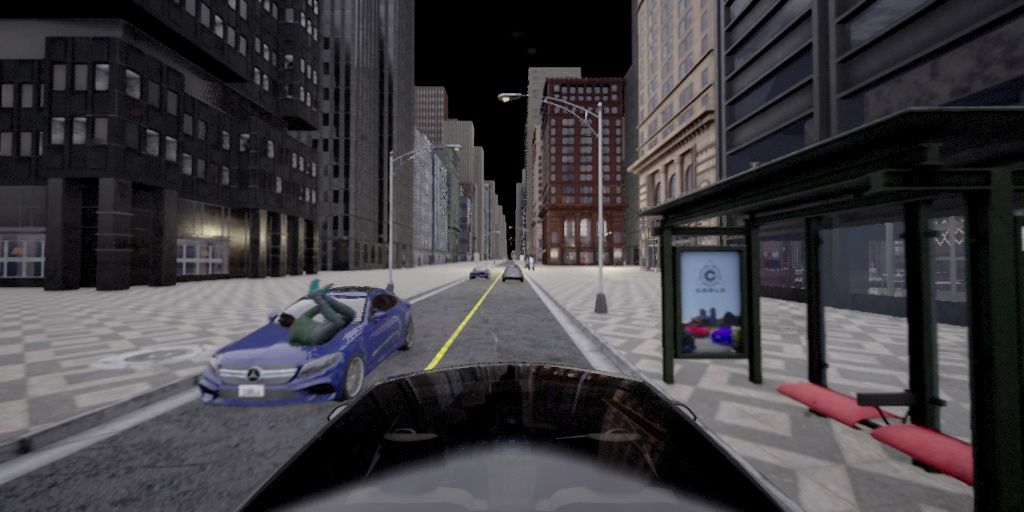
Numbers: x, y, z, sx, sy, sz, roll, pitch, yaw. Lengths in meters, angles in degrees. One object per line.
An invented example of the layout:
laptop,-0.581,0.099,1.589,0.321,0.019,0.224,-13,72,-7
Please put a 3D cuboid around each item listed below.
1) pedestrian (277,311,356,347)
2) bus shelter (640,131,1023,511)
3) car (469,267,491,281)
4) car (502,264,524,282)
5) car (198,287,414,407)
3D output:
pedestrian,-2.316,0.972,4.521,1.860,0.375,0.375,-3,-23,27
bus shelter,3.135,0.653,4.046,1.920,2.740,3.880,0,0,0
car,-3.128,1.733,35.521,1.895,1.301,4.718,0,-1,0
car,0.077,1.677,33.796,1.994,1.385,4.181,0,-1,0
car,-3.110,1.336,6.562,1.812,1.442,4.674,0,0,-1
